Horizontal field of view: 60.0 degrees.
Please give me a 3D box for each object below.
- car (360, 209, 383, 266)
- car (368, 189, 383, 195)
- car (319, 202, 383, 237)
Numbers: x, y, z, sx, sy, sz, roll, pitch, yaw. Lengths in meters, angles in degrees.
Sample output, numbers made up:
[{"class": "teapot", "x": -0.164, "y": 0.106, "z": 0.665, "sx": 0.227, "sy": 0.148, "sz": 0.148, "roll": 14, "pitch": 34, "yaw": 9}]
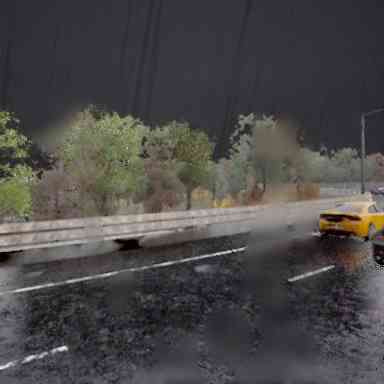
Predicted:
[{"class": "car", "x": 6.858, "y": 1.276, "z": 9.496, "sx": 4.892, "sy": 1.490, "sz": 1.837, "roll": -1, "pitch": 1, "yaw": -41}, {"class": "car", "x": 37.860, "y": -0.005, "z": 68.321, "sx": 1.895, "sy": 1.301, "sz": 4.718, "roll": -1, "pitch": 1, "yaw": 11}, {"class": "car", "x": 7.513, "y": 1.174, "z": 14.893, "sx": 5.008, "sy": 1.535, "sz": 1.882, "roll": -2, "pitch": 1, "yaw": -44}]
